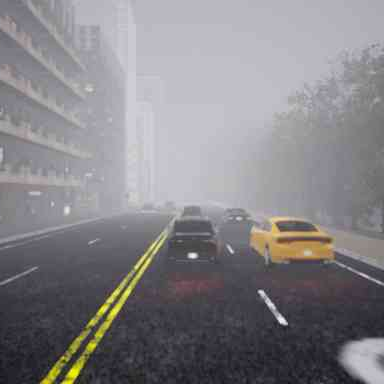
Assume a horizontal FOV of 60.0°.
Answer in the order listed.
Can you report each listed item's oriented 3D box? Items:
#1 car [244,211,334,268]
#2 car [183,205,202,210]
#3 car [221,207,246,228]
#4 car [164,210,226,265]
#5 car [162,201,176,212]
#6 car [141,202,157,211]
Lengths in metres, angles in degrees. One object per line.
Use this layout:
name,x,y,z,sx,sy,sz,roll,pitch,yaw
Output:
car,3.291,1.624,11.879,1.882,1.535,5.008,0,-1,1
car,0.039,1.843,27.282,1.837,1.490,4.892,0,0,0
car,3.268,1.857,25.121,2.033,1.411,5.357,0,-1,1
car,0.044,1.658,12.311,1.837,1.490,4.892,0,0,0
car,-3.349,2.148,49.964,1.812,1.442,4.674,0,-1,0
car,-6.593,2.204,51.308,1.994,1.385,4.181,0,-1,0
